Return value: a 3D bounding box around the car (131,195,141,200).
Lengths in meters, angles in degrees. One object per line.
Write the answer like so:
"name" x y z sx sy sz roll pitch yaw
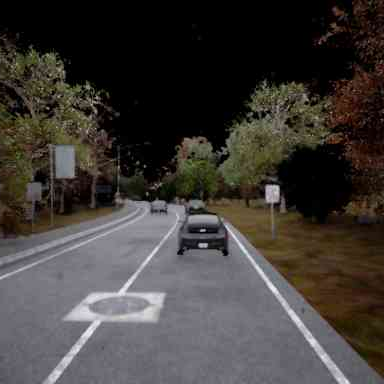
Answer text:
"car" -12.939 1.460 76.340 1.837 1.490 4.892 2 -1 -22

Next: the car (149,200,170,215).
"car" -3.506 1.630 35.812 1.837 1.490 4.892 1 0 -4

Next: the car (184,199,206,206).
"car" 0.308 1.502 34.147 2.097 1.767 4.553 0 0 -3

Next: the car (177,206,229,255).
"car" 0.441 1.559 13.632 1.837 1.490 4.892 0 0 1
